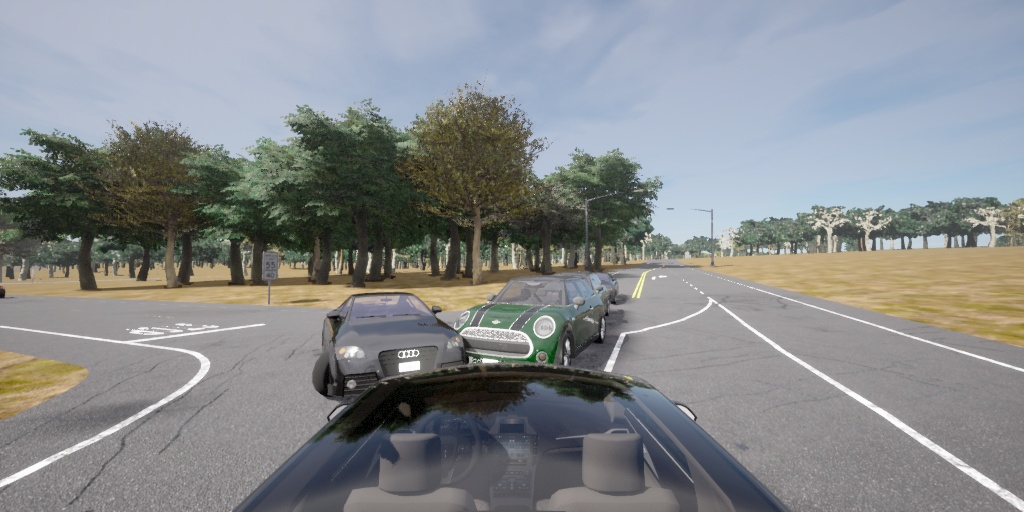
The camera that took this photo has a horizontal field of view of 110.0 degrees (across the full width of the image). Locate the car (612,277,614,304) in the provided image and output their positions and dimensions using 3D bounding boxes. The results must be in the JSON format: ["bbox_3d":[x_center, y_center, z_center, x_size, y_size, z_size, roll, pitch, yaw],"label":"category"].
[{"bbox_3d":[2.025,1.344,12.127,2.097,1.767,4.553,-1,-1,21],"label":"car"}]

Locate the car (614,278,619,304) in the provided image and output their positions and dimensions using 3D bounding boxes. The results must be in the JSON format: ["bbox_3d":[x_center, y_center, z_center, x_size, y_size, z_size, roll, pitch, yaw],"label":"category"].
[{"bbox_3d":[4.218,1.509,17.854,1.994,1.385,4.181,-1,0,19],"label":"car"}]

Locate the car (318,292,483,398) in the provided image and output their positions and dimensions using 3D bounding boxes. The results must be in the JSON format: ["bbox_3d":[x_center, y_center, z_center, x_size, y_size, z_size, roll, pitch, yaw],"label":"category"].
[{"bbox_3d":[-2.354,1.376,6.609,1.994,1.385,4.181,1,-2,-29],"label":"car"}]

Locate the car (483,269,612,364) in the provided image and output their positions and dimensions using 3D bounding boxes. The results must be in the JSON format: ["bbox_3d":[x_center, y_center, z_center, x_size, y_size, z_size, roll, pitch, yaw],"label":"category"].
[{"bbox_3d":[0.618,1.218,7.814,2.097,1.767,4.553,-1,-2,26],"label":"car"}]

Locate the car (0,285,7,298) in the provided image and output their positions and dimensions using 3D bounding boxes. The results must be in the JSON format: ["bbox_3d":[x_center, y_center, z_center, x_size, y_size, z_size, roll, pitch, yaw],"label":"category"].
[{"bbox_3d":[-40.859,2.562,27.373,4.181,1.385,1.994,-2,-3,22],"label":"car"}]
